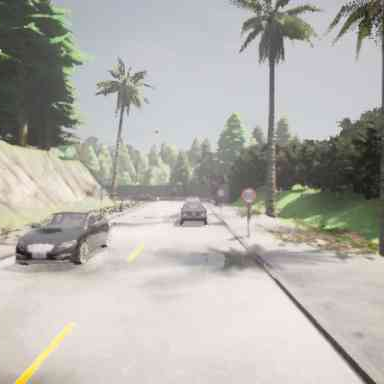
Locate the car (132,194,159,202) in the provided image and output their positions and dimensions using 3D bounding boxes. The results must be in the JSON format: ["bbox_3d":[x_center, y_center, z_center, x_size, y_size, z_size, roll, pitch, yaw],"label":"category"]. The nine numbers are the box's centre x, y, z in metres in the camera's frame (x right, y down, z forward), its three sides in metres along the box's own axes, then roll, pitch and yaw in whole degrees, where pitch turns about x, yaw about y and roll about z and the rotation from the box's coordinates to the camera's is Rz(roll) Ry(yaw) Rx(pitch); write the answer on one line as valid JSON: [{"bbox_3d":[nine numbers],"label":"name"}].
[{"bbox_3d":[-8.129,1.084,58.621,4.902,1.511,2.128,0,0,20],"label":"car"}]

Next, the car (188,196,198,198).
[{"bbox_3d":[0.106,1.254,49.149,1.895,1.301,4.718,0,0,0],"label":"car"}]

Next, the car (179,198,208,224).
[{"bbox_3d":[0.106,1.385,22.922,2.033,1.411,5.357,0,0,0],"label":"car"}]

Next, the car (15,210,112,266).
[{"bbox_3d":[-4.094,1.412,11.354,2.128,1.511,4.902,0,0,0],"label":"car"}]
